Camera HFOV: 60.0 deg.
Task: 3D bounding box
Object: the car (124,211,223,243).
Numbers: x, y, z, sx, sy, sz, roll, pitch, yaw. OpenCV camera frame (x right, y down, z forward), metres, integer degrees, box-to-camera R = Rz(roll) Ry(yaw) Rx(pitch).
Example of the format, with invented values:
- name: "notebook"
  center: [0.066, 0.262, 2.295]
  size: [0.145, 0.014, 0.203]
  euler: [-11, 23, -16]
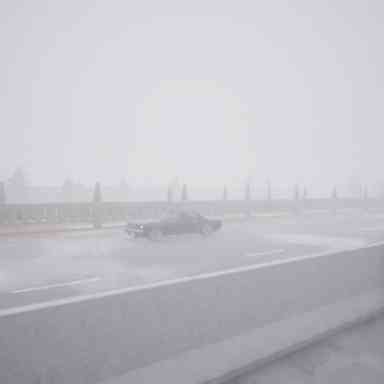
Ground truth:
- name: "car"
  center: [-0.849, 1.601, 16.282]
  size: [4.718, 1.301, 1.895]
  euler: [0, 0, -35]
